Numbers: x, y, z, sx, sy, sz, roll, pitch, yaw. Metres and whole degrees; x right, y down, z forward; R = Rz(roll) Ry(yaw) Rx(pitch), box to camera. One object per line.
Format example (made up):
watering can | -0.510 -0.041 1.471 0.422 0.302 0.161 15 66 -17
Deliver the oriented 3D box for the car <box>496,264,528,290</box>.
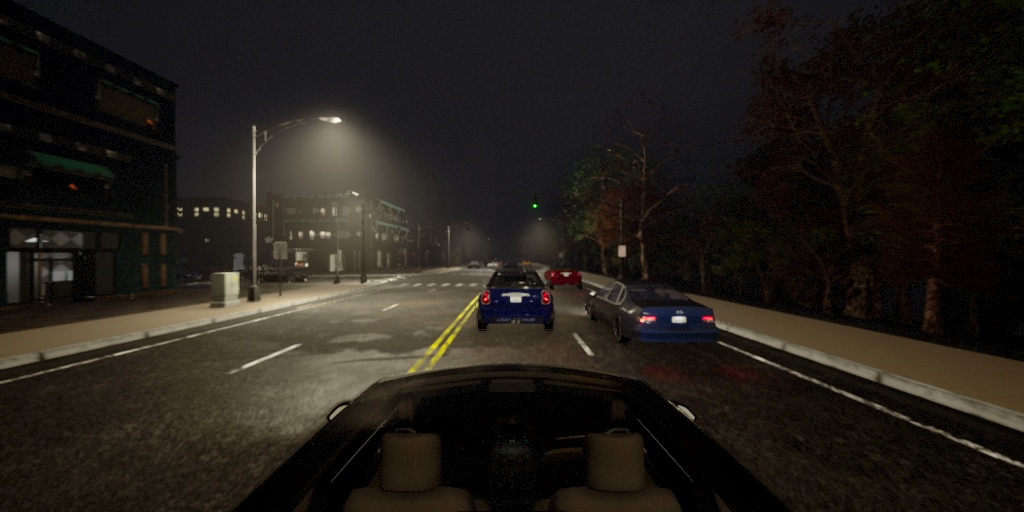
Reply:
car | -0.115 1.365 24.776 1.837 1.490 4.892 0 0 -4

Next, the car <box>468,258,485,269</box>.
car | -6.519 1.583 62.969 2.033 1.411 5.357 0 0 1

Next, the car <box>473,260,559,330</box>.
car | 0.101 1.151 11.483 2.097 1.767 4.553 0 0 0

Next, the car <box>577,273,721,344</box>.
car | 3.351 1.336 9.708 2.033 1.411 5.357 0 0 0

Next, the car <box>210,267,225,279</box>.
car | -33.813 1.837 39.409 4.207 1.307 1.802 0 0 0

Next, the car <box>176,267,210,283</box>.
car | -31.653 1.786 33.617 4.674 1.442 1.812 -1 0 0

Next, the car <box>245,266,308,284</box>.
car | -19.945 1.706 30.889 4.313 1.339 1.948 0 0 0

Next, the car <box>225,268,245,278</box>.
car | -28.277 1.743 39.402 4.403 1.370 2.007 0 0 0

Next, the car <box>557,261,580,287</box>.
car | 3.352 1.210 24.270 2.097 1.767 4.553 0 0 0
